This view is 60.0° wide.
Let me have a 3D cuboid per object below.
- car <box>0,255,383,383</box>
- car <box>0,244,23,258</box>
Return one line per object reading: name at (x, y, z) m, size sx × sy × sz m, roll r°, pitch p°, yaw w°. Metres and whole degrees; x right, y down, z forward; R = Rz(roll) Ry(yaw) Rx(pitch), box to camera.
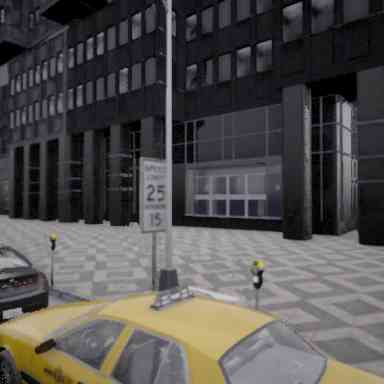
car at (-0.387, 1.606, 3.267) m, size 4.829 × 1.417 × 1.752 m, roll -1°, pitch -2°, yaw 39°
car at (-4.520, 1.709, 6.651) m, size 4.403 × 1.369 × 2.008 m, roll -1°, pitch -2°, yaw 39°
